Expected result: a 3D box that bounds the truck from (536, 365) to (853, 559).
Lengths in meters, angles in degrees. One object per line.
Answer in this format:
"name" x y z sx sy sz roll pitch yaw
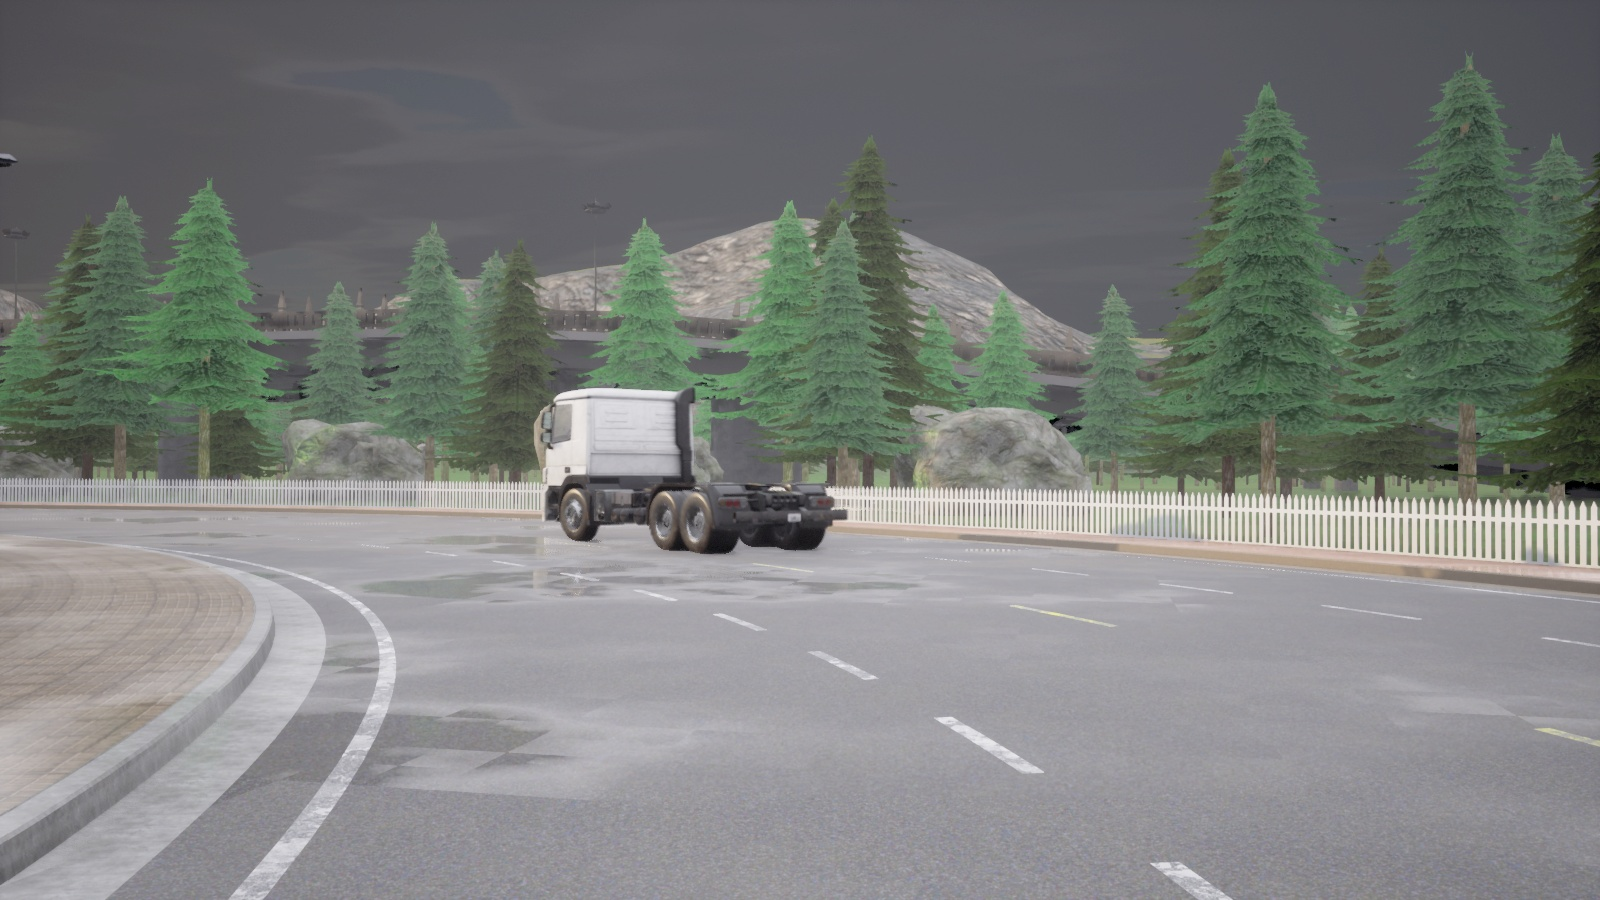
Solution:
"truck" -2.522 0.287 26.512 2.891 3.462 7.936 1 -1 -37
